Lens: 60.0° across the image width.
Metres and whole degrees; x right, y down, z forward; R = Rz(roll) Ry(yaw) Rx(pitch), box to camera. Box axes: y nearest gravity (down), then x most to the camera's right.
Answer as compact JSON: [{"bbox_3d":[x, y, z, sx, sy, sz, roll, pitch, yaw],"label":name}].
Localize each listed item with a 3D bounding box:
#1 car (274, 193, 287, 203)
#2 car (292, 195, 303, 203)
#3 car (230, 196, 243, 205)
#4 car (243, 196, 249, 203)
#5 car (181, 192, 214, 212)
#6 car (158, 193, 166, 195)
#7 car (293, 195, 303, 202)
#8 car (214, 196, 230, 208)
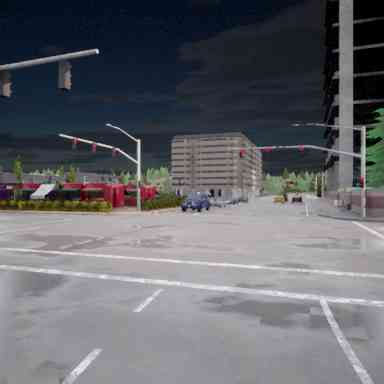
[{"bbox_3d":[18.161,1.478,68.999,1.882,1.535,5.008,0,0,19],"label":"car"},{"bbox_3d":[21.376,1.478,67.598,1.882,1.535,5.008,0,0,19],"label":"car"},{"bbox_3d":[6.807,1.491,57.658,2.128,1.511,4.902,0,0,19],"label":"car"},{"bbox_3d":[10.270,1.547,67.649,2.033,1.411,5.357,0,0,19],"label":"car"},{"bbox_3d":[0.554,1.221,39.292,2.150,2.045,5.566,0,0,19],"label":"car"},{"bbox_3d":[-8.052,1.209,81.411,4.605,1.855,1.932,0,0,19],"label":"car"},{"bbox_3d":[24.658,1.525,77.345,2.128,1.511,4.902,0,0,19],"label":"car"},{"bbox_3d":[3.693,1.601,48.537,1.895,1.301,4.718,0,0,19],"label":"car"}]
